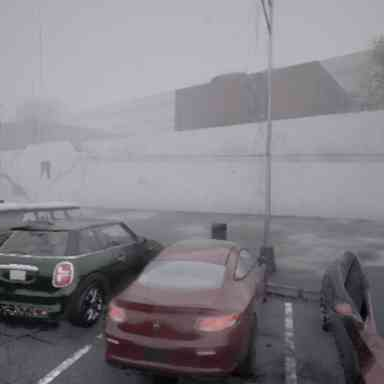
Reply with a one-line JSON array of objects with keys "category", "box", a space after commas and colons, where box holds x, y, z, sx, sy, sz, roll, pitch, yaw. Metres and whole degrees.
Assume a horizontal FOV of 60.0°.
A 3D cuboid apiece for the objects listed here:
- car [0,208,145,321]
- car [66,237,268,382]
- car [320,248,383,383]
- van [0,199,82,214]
[{"category": "car", "box": [-2.192, 1.367, 7.327, 2.185, 1.767, 4.553, 0, -1, 15]}, {"category": "car", "box": [0.241, 1.531, 5.620, 2.002, 1.452, 4.674, 0, -1, 15]}, {"category": "car", "box": [2.687, 1.519, 3.850, 2.163, 1.488, 4.792, 1, -1, 15]}, {"category": "van", "box": [-4.583, 1.270, 9.203, 1.878, 1.987, 4.442, 0, -1, 15]}]
